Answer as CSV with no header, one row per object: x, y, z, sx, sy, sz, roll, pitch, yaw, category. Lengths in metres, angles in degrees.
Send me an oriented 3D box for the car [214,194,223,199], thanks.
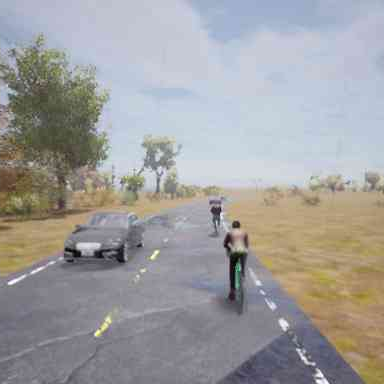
7.591,1.214,93.641,1.994,1.385,4.181,0,0,12,car

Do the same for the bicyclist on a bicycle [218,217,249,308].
0.932,1.425,6.883,0.582,1.620,1.656,0,0,1,bicyclist on a bicycle

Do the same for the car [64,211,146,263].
-2.864,1.442,11.805,2.128,1.511,4.902,0,0,2,car

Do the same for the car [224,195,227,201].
6.585,1.269,73.454,2.033,1.411,5.357,0,0,10,car

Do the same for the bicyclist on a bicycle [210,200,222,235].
1.249,1.303,17.038,0.659,1.776,1.843,0,0,2,bicyclist on a bicycle

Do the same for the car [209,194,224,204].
3.972,1.390,55.898,1.895,1.301,4.718,0,0,8,car
